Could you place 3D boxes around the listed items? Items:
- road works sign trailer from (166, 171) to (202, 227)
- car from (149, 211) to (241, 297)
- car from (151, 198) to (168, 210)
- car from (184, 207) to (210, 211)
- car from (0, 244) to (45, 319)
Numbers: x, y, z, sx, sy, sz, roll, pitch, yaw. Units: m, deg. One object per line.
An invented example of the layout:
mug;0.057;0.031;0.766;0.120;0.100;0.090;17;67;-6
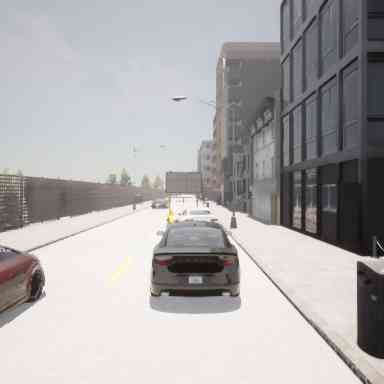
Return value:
road works sign trailer;-0.571;0.464;21.495;2.380;3.560;2.880;0;0;-16
car;0.064;1.478;8.631;1.882;1.535;5.008;0;0;0
car;-4.175;1.491;42.993;2.128;1.511;4.902;0;0;0
car;0.261;1.542;17.983;1.812;1.442;4.674;0;-1;-6
car;-4.124;1.564;5.419;1.994;1.385;4.181;0;0;0
